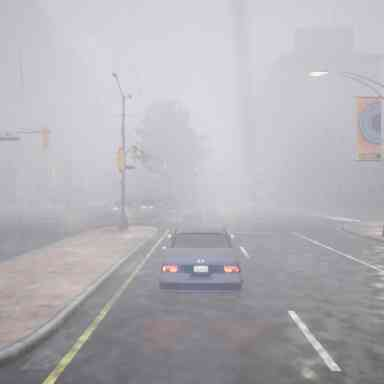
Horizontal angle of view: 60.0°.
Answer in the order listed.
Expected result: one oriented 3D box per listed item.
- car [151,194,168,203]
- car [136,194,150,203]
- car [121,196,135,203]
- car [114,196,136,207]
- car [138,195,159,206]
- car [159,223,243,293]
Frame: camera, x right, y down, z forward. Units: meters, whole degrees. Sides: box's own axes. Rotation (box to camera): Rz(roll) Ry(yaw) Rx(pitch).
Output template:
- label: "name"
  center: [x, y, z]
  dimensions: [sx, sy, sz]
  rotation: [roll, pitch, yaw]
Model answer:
- label: "car"
  center: [-6.721, 1.537, 68.571]
  dimensions: [2.033, 1.411, 5.357]
  rotation: [0, 0, 1]
- label: "car"
  center: [-10.267, 1.521, 66.858]
  dimensions: [1.812, 1.442, 4.674]
  rotation: [0, 0, 1]
- label: "car"
  center: [-13.447, 1.590, 69.884]
  dimensions: [1.895, 1.301, 4.718]
  rotation: [0, 0, 1]
- label: "car"
  center: [-10.778, 1.597, 52.665]
  dimensions: [1.895, 1.301, 4.718]
  rotation: [0, 0, 3]
- label: "car"
  center: [-7.080, 1.560, 54.172]
  dimensions: [1.994, 1.385, 4.181]
  rotation: [0, 0, 1]
- label: "car"
  center: [0.232, 1.547, 8.987]
  dimensions: [2.033, 1.411, 5.357]
  rotation: [0, 0, 1]
